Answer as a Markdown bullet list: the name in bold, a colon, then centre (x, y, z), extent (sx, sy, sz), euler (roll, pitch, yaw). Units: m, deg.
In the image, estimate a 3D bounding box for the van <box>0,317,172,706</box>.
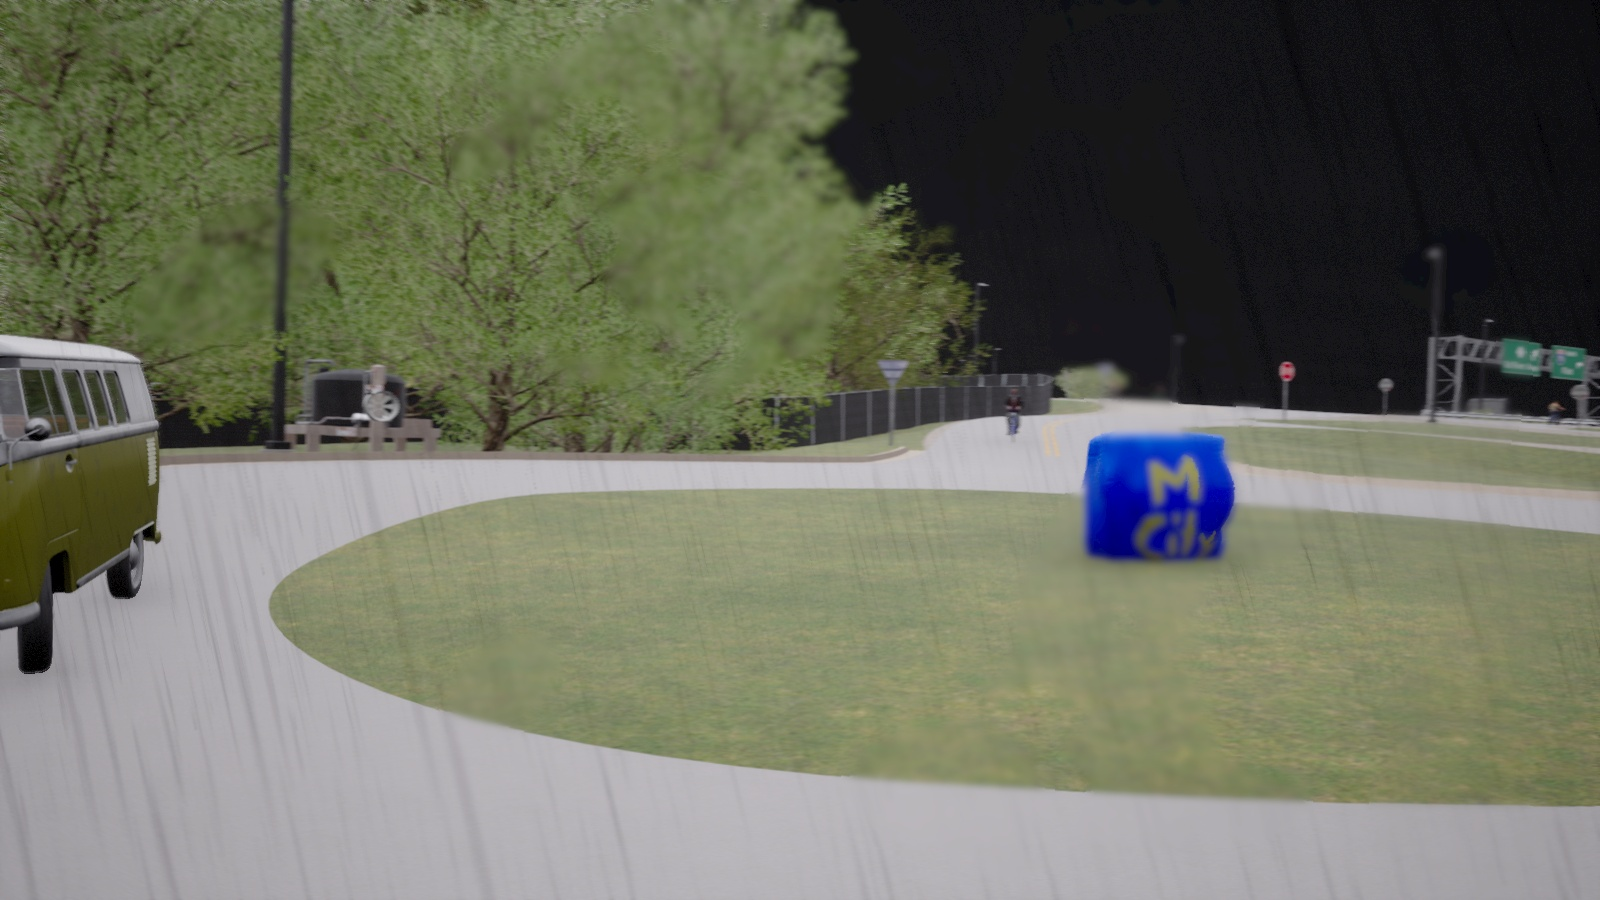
- **van**: centre (-5.487, 0.186, 8.255), extent (1.775, 1.987, 4.442), euler (1, 3, -18)
